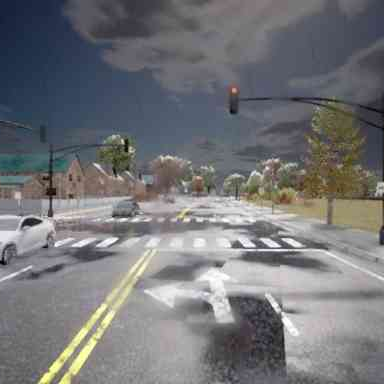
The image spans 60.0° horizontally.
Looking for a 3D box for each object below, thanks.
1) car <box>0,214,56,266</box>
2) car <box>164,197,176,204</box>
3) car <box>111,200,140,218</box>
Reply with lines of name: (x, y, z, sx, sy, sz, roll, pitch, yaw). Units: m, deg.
car: (-6.414, 1.532, 11.685, 1.812, 1.442, 4.674, 0, 0, 1)
car: (-4.261, 1.595, 64.285, 2.033, 1.411, 5.357, 0, 0, 4)
car: (-5.994, 1.564, 30.388, 1.837, 1.490, 4.892, 0, 2, 2)
